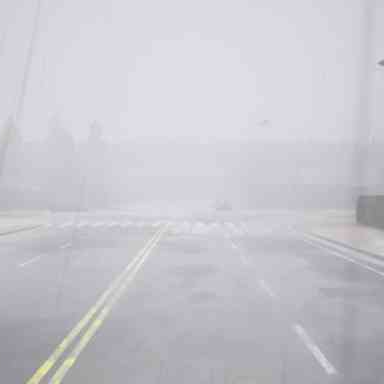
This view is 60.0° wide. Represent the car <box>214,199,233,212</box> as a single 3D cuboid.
[{"bbox_3d":[3.596,1.532,38.560,2.033,1.411,5.357,0,0,0],"label":"car"}]

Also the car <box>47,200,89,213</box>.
[{"bbox_3d":[-13.068,1.520,35.178,4.181,1.385,1.994,0,0,6],"label":"car"}]
